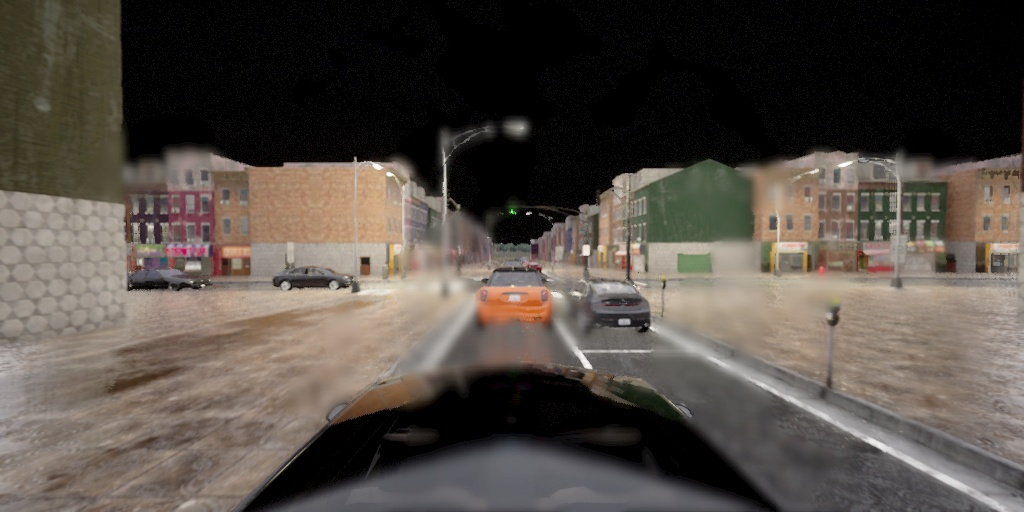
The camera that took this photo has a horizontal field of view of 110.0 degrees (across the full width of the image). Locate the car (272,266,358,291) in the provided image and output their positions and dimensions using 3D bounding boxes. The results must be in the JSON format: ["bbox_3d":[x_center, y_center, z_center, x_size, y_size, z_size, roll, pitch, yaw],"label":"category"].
[{"bbox_3d":[-12.240,1.382,22.481,4.892,1.490,1.837,0,1,-2],"label":"car"}]

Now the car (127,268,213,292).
[{"bbox_3d":[-22.083,1.499,22.509,5.357,1.411,2.033,-1,1,-1],"label":"car"}]

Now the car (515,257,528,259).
[{"bbox_3d":[0.094,1.126,32.694,2.097,1.767,4.553,0,0,0],"label":"car"}]

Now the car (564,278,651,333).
[{"bbox_3d":[2.637,1.306,10.556,2.007,1.370,4.403,0,0,0],"label":"car"}]

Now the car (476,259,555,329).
[{"bbox_3d":[0.091,1.108,11.389,2.097,1.767,4.553,0,0,0],"label":"car"}]
